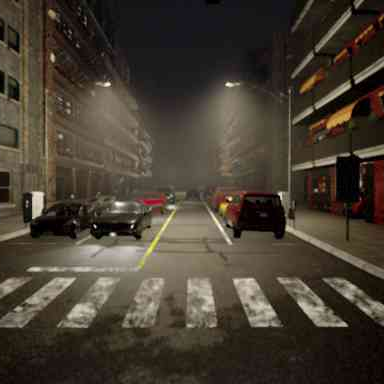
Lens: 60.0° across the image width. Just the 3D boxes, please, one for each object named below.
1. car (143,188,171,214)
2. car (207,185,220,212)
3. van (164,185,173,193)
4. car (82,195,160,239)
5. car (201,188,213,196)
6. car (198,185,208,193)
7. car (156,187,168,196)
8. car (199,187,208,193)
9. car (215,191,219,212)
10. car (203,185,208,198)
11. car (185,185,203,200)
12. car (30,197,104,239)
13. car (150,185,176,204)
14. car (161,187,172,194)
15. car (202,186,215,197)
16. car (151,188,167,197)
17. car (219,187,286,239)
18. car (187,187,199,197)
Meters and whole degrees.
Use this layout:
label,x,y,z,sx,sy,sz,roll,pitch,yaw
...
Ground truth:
label,x,y,z,sx,sy,sz,roll,pitch,yaw
car,-2.829,0.720,24.475,1.882,1.535,5.008,0,2,0
car,2.602,0.541,25.552,2.192,1.841,5.009,1,2,0
van,-5.251,-0.712,75.560,1.690,1.788,3.998,1,1,0
car,-2.838,1.074,14.610,2.033,1.411,5.357,0,2,0
car,2.615,-0.055,58.907,1.802,1.307,4.206,1,1,0
car,2.633,-0.848,81.151,2.192,1.841,5.009,1,1,0
car,-5.264,-0.129,58.706,1.752,1.417,4.829,1,1,0
car,2.625,-0.466,75.593,1.947,1.339,4.313,1,1,0
car,2.596,0.906,20.166,1.752,1.417,4.829,1,2,0
car,2.613,-0.052,47.779,2.192,1.841,5.009,1,1,0
car,0.135,0.196,44.169,1.882,1.535,5.008,0,1,0
car,-5.288,1.092,14.398,1.947,1.339,4.313,1,2,0
car,-2.812,0.309,34.766,2.097,1.767,4.553,0,2,0
car,-5.258,-0.371,70.003,2.008,1.369,4.403,1,1,0
car,2.614,-0.063,53.345,1.967,1.590,4.097,1,1,0
car,-5.268,0.027,53.317,2.008,1.369,4.403,1,1,0
car,2.597,0.862,14.432,2.192,1.841,5.009,1,2,0
car,0.107,-0.063,54.605,1.882,1.535,5.008,0,1,0
